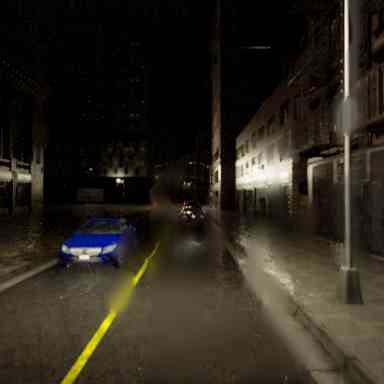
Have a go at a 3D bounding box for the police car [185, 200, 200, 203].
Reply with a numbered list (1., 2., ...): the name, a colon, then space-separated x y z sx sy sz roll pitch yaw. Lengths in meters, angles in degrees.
1. police car: 0.087 1.894 43.541 1.930 1.638 5.238 0 -1 0

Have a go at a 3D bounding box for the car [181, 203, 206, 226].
1. car: 0.103 1.831 26.225 2.033 1.411 5.357 0 -1 0

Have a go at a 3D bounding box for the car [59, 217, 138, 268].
1. car: -3.100 1.655 11.905 1.812 1.442 4.674 0 -1 0
